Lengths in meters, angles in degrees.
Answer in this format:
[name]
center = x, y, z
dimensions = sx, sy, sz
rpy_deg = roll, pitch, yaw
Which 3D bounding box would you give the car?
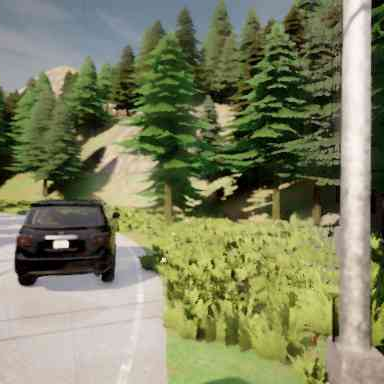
[car]
center = -3.322, 1.191, 9.586
dimensions = 2.150, 2.045, 5.566
rpy_deg = 1, 0, -13
